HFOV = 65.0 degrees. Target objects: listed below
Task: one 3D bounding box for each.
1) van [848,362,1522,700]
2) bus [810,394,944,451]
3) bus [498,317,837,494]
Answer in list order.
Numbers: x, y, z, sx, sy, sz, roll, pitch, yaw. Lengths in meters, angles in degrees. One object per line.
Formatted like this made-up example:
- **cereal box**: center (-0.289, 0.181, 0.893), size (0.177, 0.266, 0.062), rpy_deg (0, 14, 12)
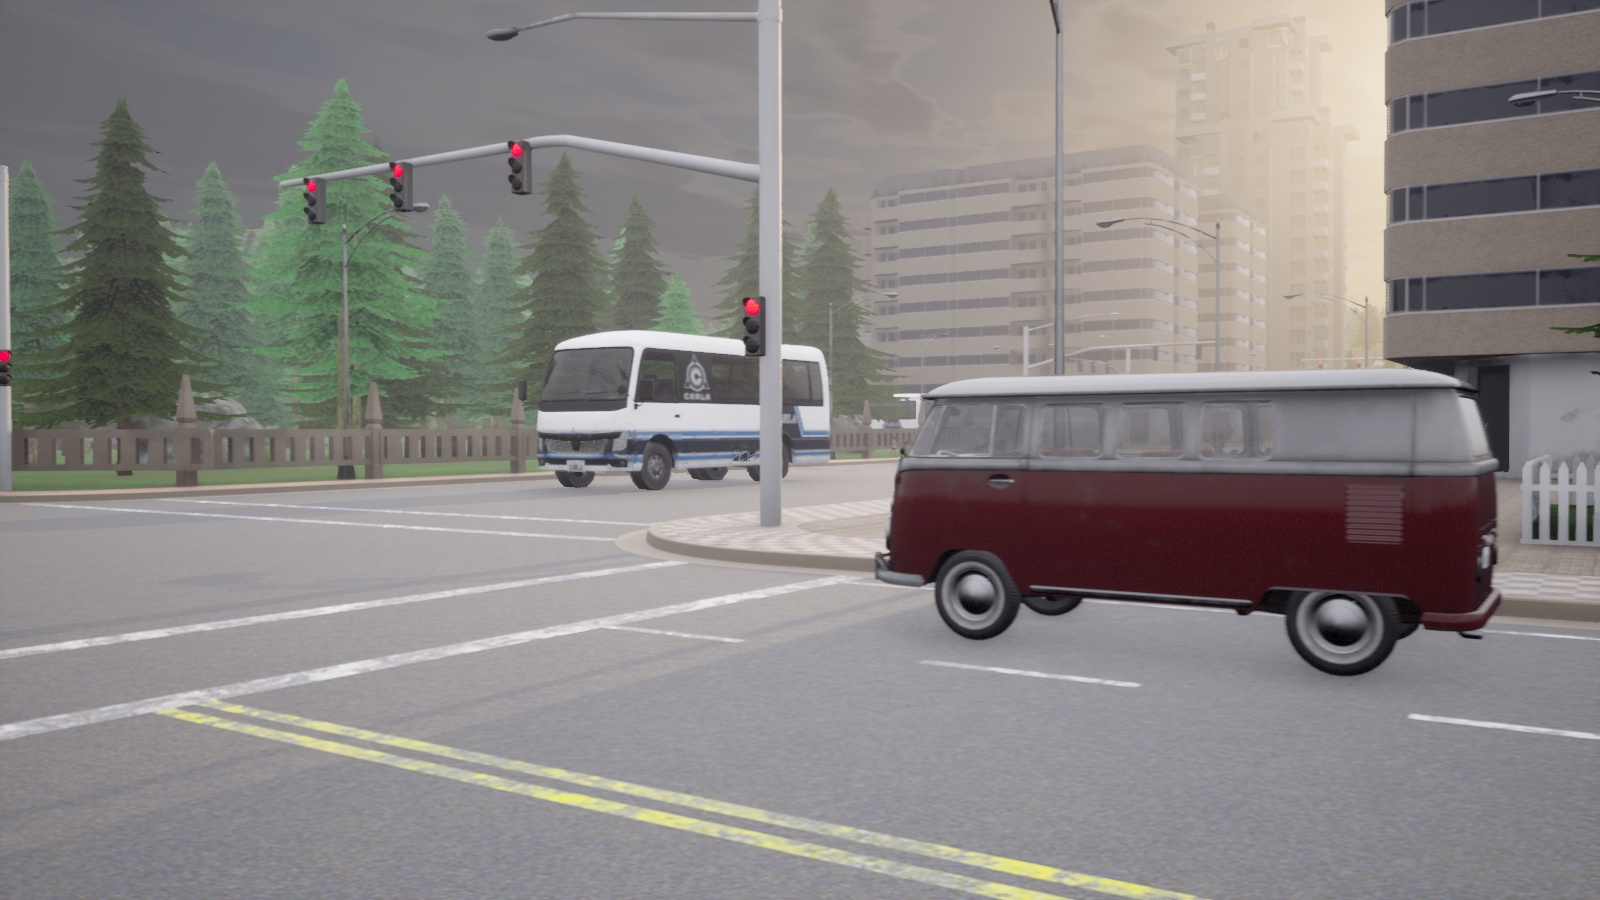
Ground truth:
- **van**: center (2.726, 0.441, 9.321), size (4.442, 1.987, 1.775), rpy_deg (1, 1, 33)
- **bus**: center (5.961, -2.178, 98.693), size (10.273, 4.253, 3.944), rpy_deg (1, 2, 41)
- **bus**: center (-3.340, -1.148, 35.641), size (3.944, 4.253, 10.273), rpy_deg (1, 1, 33)
